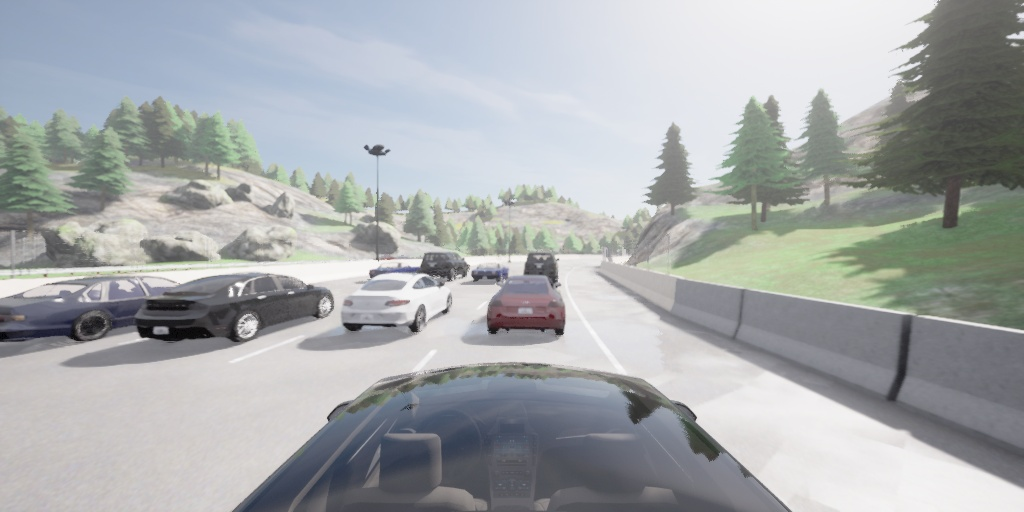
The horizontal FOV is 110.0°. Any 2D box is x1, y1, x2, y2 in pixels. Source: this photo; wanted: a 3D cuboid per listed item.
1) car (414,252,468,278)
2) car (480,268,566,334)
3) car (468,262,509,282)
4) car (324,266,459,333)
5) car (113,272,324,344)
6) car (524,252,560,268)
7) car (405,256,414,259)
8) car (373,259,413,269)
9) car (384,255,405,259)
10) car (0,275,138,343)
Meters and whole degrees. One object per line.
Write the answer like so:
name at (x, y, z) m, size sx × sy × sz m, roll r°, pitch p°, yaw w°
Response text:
car at (-4.811, 0.708, 26.194) m, size 2.150 × 2.045 × 5.566 m, roll 0°, pitch 1°, yaw 9°
car at (0.477, 1.223, 10.338) m, size 1.994 × 1.385 × 4.181 m, roll 0°, pitch 1°, yaw 5°
car at (-1.396, 1.098, 25.357) m, size 1.895 × 1.301 × 4.718 m, roll 0°, pitch 1°, yaw 9°
car at (-3.045, 1.181, 10.271) m, size 1.812 × 1.442 × 4.674 m, roll 0°, pitch 1°, yaw 5°
car at (-6.628, 1.167, 9.371) m, size 1.837 × 1.490 × 4.892 m, roll 0°, pitch 1°, yaw 4°
car at (2.138, 0.725, 25.341) m, size 2.150 × 2.045 × 5.566 m, roll 0°, pitch 1°, yaw 9°
car at (-15.039, 0.660, 59.899) m, size 2.033 × 1.411 × 5.357 m, roll 0°, pitch 1°, yaw 18°
car at (-8.355, 1.081, 26.152) m, size 1.895 × 1.301 × 4.718 m, roll 0°, pitch 1°, yaw 9°
car at (-18.561, 0.651, 60.388) m, size 2.033 × 1.411 × 5.357 m, roll 0°, pitch 1°, yaw 18°
car at (-10.140, 1.204, 9.381) m, size 2.033 × 1.411 × 5.357 m, roll 0°, pitch 1°, yaw 4°
